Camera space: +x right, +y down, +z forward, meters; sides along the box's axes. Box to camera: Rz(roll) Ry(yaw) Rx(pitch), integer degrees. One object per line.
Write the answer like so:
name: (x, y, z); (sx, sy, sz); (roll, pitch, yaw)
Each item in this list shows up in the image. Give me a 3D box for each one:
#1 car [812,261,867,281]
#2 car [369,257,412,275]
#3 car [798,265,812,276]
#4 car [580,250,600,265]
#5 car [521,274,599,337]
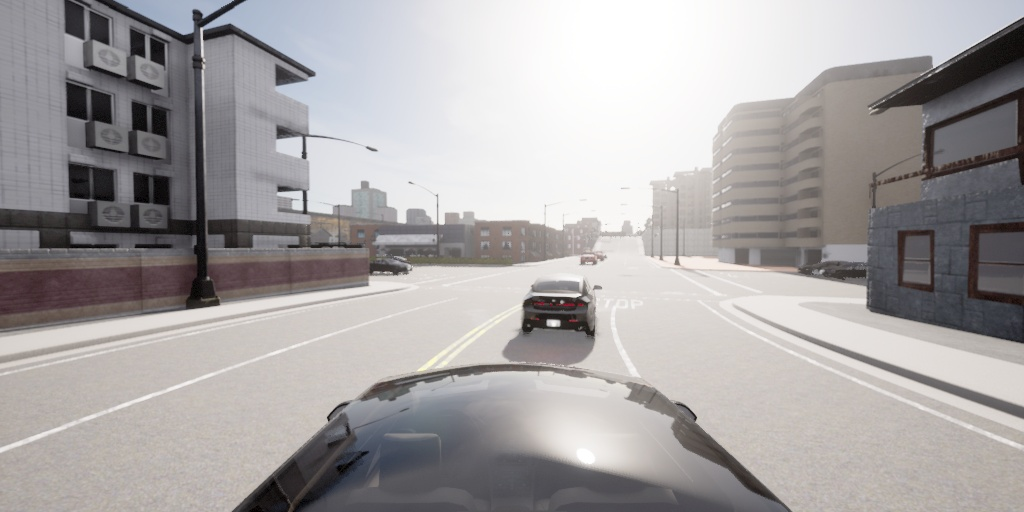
car: (28.572, 1.263, 29.678); (4.902, 1.511, 2.128); (1, 2, 17)
car: (-12.091, 0.993, 34.920); (4.902, 1.511, 2.128); (0, 1, 19)
car: (29.441, 1.196, 33.070); (4.892, 1.490, 1.837); (1, 2, 17)
car: (11.866, 0.245, 55.341); (2.150, 2.045, 5.566); (0, 1, 18)
car: (1.524, 1.265, 10.550); (1.837, 1.490, 4.892); (0, 1, 14)
